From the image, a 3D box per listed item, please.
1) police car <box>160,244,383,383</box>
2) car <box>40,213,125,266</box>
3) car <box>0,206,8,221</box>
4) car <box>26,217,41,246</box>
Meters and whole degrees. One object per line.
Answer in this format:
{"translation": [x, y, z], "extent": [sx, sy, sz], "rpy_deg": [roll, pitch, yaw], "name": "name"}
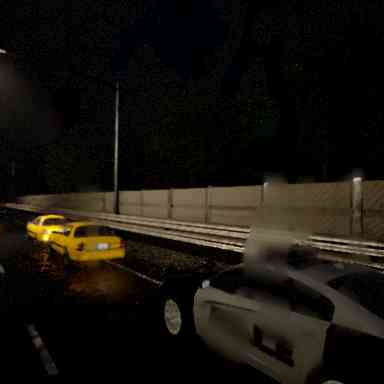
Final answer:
{"translation": [1.272, 1.600, 4.835], "extent": [1.930, 1.638, 5.238], "rpy_deg": [2, -2, -34], "name": "police car"}
{"translation": [-4.399, 1.829, 13.164], "extent": [1.801, 1.575, 5.366], "rpy_deg": [2, -2, -34], "name": "car"}
{"translation": [-21.185, 2.282, 36.009], "extent": [2.128, 1.511, 4.902], "rpy_deg": [2, -2, -34], "name": "car"}
{"translation": [-7.775, 1.936, 18.123], "extent": [1.801, 1.575, 5.366], "rpy_deg": [2, -2, -34], "name": "car"}
